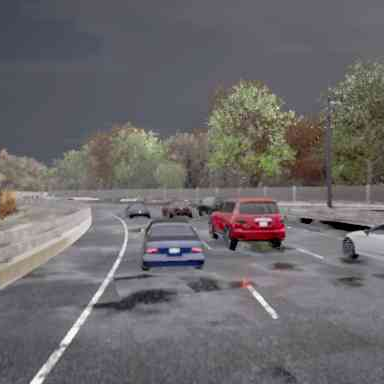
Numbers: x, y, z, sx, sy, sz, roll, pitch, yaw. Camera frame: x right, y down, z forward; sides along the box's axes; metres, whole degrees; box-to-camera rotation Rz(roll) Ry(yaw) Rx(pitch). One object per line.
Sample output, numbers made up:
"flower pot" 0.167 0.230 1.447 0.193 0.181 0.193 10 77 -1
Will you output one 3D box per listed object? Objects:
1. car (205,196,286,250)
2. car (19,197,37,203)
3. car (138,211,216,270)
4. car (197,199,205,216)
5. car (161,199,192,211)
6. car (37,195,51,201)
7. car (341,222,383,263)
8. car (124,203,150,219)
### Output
"car" 2.273 1.292 15.028 2.150 2.045 5.566 0 0 -8
"car" -41.485 2.015 83.132 4.718 1.301 1.895 0 0 37
"car" -0.749 1.608 11.262 2.033 1.411 5.357 0 0 -6
"car" 2.177 1.373 31.281 2.150 2.045 5.566 0 0 -16
"car" -1.525 1.515 31.385 2.097 1.767 4.553 0 0 -16
"car" -39.336 2.020 85.895 4.718 1.301 1.895 0 0 37
"car" 6.392 1.557 9.938 1.812 1.442 4.674 0 0 -6
"car" -5.241 1.739 31.545 1.994 1.385 4.181 0 0 -17
